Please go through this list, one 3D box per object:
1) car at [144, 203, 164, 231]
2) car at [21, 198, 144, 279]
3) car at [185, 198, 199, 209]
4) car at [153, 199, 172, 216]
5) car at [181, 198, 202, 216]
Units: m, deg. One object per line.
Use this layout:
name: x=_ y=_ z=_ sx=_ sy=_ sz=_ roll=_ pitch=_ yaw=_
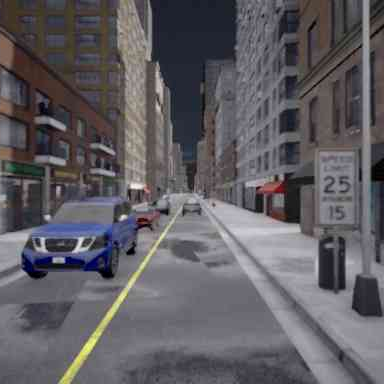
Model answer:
car: x=-3.070 y=1.604 z=20.746 sx=1.895 sy=1.301 sz=4.718 roll=0 pitch=0 yaw=1
car: x=-3.078 y=1.222 z=10.447 sx=2.150 sy=2.045 sz=5.566 roll=0 pitch=0 yaw=0
car: x=0.012 y=1.539 z=46.113 sx=1.812 sy=1.442 sz=4.674 roll=0 pitch=0 yaw=1
car: x=-3.052 y=1.485 z=32.694 sx=1.882 sy=1.535 sz=5.008 roll=0 pitch=1 yaw=0
car: x=-0.010 y=1.498 z=32.671 sx=2.128 sy=1.511 sz=4.902 roll=0 pitch=0 yaw=0
